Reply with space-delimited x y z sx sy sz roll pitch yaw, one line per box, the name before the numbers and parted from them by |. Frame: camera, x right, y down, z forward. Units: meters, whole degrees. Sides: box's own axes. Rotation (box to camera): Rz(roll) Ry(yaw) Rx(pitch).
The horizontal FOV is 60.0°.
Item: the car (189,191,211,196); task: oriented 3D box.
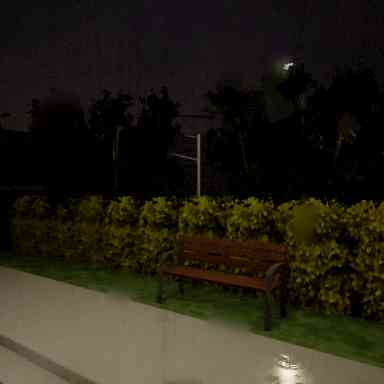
car | 1.652 0.836 50.823 2.150 2.045 5.566 0 2 35
